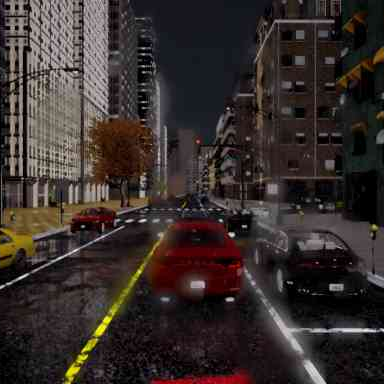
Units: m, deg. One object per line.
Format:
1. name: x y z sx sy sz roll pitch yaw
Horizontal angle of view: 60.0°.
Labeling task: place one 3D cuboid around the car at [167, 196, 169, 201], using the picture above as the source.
1. car: -5.570 1.607 57.398 1.947 1.339 4.313 0 0 0

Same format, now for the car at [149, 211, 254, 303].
1. car: 0.109 1.478 8.310 1.882 1.535 5.008 0 0 0

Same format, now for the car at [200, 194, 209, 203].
1. car: 2.846 1.629 73.948 1.947 1.339 4.313 0 0 0

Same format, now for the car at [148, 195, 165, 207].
1. car: -5.582 1.349 51.875 2.192 1.841 5.009 0 0 0

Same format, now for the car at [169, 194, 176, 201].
1. car: -5.512 1.649 85.012 1.947 1.339 4.313 0 0 0

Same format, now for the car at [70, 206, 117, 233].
1. car: -5.650 1.549 19.487 1.887 1.381 4.507 0 0 0

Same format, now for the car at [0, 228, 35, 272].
1. car: -5.673 1.526 8.251 1.752 1.417 4.829 0 0 0

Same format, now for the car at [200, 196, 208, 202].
1. car: 2.858 1.598 79.641 1.752 1.417 4.829 0 0 0

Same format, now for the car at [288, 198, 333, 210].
1. car: 13.508 1.359 38.852 4.403 1.369 2.008 -1 1 0

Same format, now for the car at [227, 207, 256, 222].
1. car: 2.730 1.555 19.469 2.008 1.369 4.403 0 0 0

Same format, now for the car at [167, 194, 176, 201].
1. car: -5.501 1.409 90.535 2.192 1.841 5.009 0 0 0

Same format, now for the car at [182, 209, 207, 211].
1. car: 0.126 1.605 18.401 1.895 1.301 4.718 0 0 0

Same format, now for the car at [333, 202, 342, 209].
1. car: 18.905 1.259 38.895 4.829 1.417 1.752 -1 1 0

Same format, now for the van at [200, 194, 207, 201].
1. van: 2.869 1.424 84.995 1.690 1.788 3.998 0 0 0

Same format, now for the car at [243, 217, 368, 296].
1. car: 2.707 1.551 8.403 2.008 1.369 4.403 0 0 0
